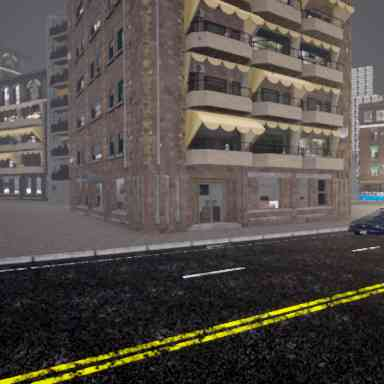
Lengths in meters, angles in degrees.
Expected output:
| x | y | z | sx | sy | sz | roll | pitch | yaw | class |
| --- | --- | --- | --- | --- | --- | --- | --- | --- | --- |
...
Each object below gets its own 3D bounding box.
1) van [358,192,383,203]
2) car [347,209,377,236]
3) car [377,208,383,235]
| x | y | z | sx | sy | sz | roll | pitch | yaw | class |
| --- | --- | --- | --- | --- | --- | --- | --- | --- | --- |
| 30.302 | 0.878 | 56.091 | 3.998 | 1.788 | 1.690 | 1 | 0 | 26 | van |
| 10.472 | 1.543 | 17.394 | 5.357 | 1.411 | 2.033 | 0 | 0 | -32 | car |
| 9.843 | 1.488 | 13.172 | 4.902 | 1.511 | 2.128 | 0 | 0 | -32 | car |
